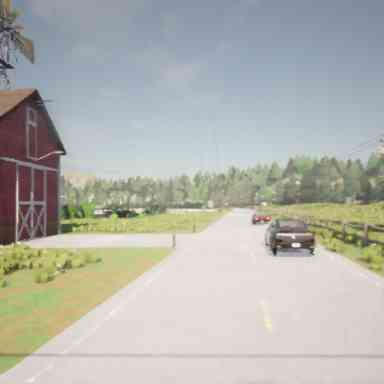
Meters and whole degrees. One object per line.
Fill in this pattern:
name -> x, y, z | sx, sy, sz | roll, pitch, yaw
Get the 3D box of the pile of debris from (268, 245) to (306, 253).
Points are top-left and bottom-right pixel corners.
pile of debris -> 4.503, 2.735, 15.961 | 1.500, 0.140, 1.860 | -1, -2, 8

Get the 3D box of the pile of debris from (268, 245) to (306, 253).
pile of debris -> 4.503, 2.735, 15.961 | 1.500, 0.140, 1.860 | -1, -2, 8

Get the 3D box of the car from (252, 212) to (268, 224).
car -> 7.828, 2.950, 37.777 | 1.895, 1.301, 4.718 | -1, -2, 8

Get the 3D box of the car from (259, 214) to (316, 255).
car -> 4.608, 2.052, 16.047 | 2.128, 1.511, 4.902 | -1, -2, 8
